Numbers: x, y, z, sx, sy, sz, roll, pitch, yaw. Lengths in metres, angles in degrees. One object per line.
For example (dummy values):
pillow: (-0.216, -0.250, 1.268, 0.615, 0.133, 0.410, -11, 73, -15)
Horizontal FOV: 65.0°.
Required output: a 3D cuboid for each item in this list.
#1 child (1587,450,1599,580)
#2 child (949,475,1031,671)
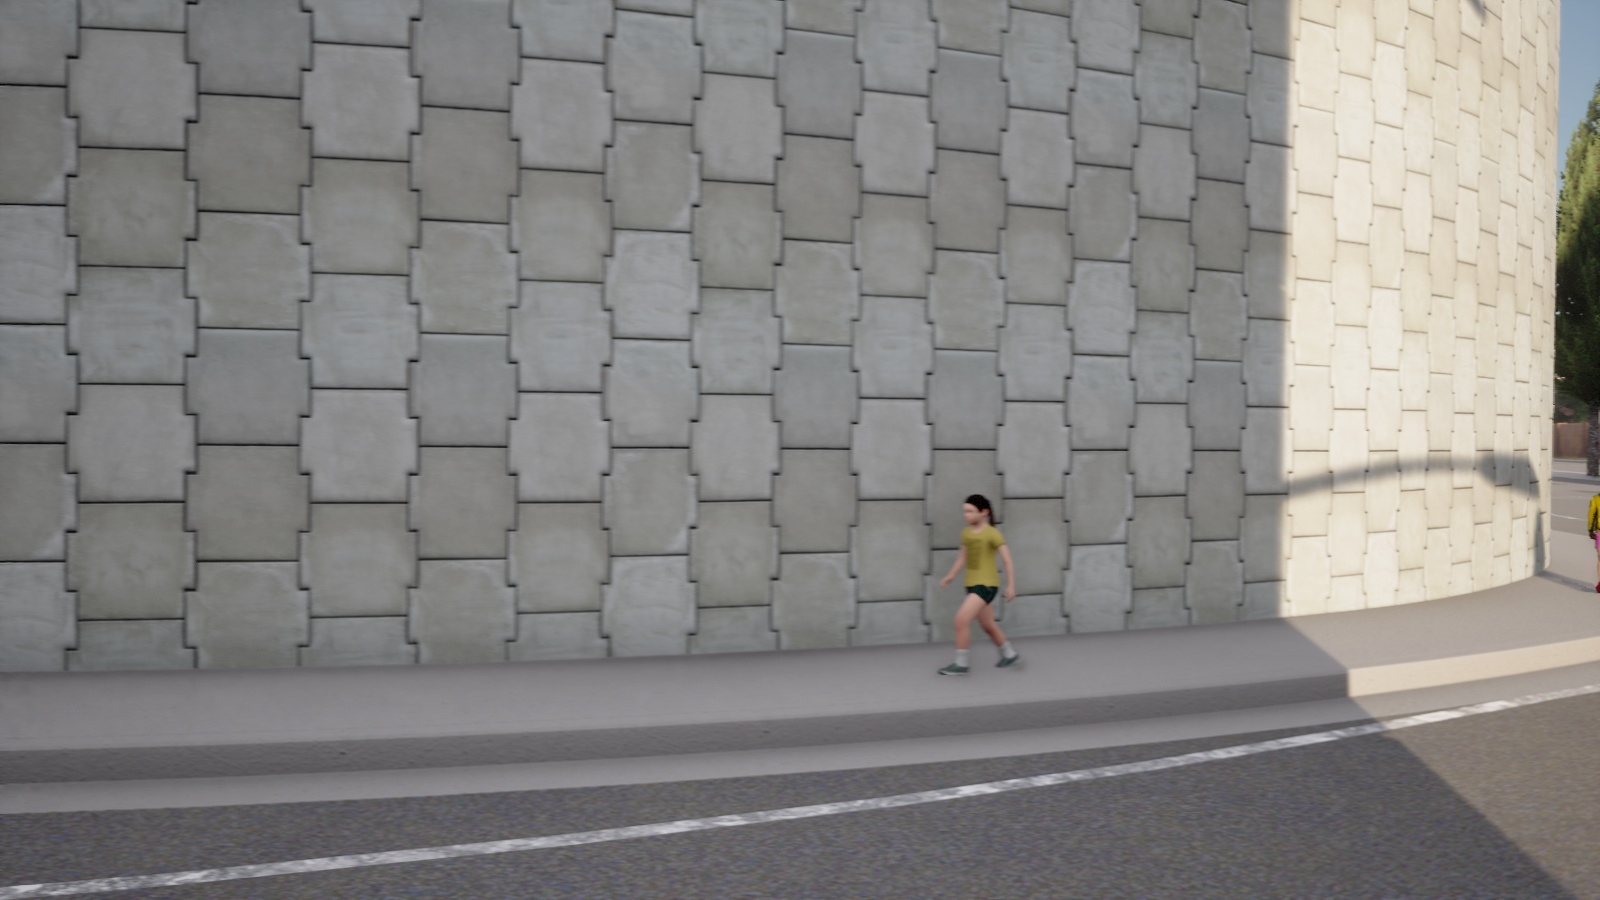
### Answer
child: (7.381, 0.581, 11.418, 0.299, 1.160, 0.473, 0, 1, 42)
child: (1.117, 0.711, 7.398, 0.394, 1.110, 0.255, -1, 1, -26)
